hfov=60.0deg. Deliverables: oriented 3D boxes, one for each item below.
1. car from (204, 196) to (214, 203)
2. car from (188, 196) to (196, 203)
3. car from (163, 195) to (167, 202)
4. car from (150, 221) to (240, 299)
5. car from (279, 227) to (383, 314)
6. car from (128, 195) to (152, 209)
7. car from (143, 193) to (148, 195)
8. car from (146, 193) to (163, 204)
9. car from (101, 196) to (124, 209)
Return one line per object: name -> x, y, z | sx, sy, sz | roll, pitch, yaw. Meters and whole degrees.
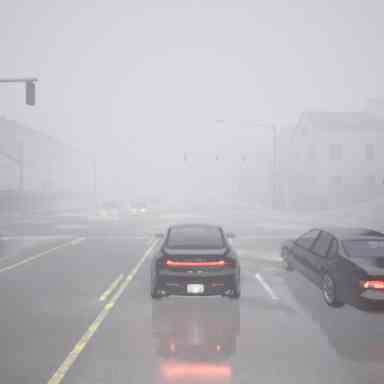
car -> 3.517, 1.506, 69.213 | 2.033, 1.411, 5.357 | 0, 0, 0
car -> 0.019, 1.508, 69.214 | 2.033, 1.411, 5.357 | 0, 0, 0
car -> -6.979, 1.402, 77.071 | 1.882, 1.535, 5.008 | 0, 0, 0
car -> 0.078, 1.500, 8.448 | 1.837, 1.490, 4.892 | 0, 0, 0
car -> 3.577, 1.543, 7.871 | 2.033, 1.411, 5.357 | 0, 0, 0
car -> -7.079, 1.538, 45.360 | 1.994, 1.385, 4.181 | 0, 0, 0
car -> -10.479, 1.147, 76.691 | 2.150, 2.045, 5.566 | 0, 0, 0
car -> -7.034, 1.469, 62.599 | 1.837, 1.490, 4.892 | 0, 0, 1
car -> -10.581, 1.575, 44.668 | 1.895, 1.301, 4.718 | 0, 0, 0
